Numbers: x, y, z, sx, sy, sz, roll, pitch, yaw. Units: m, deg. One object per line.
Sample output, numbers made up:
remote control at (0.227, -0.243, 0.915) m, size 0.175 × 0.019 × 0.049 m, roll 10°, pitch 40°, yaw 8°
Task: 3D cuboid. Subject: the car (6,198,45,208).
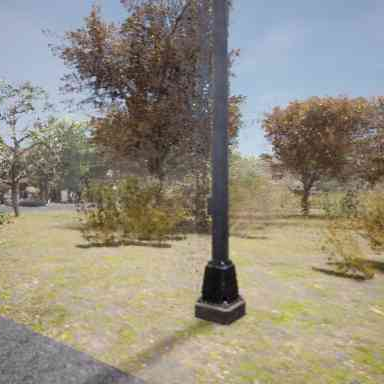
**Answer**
car at (-25.263, 1.689, 50.796) m, size 2.033 × 1.411 × 5.357 m, roll 0°, pitch 0°, yaw 36°
